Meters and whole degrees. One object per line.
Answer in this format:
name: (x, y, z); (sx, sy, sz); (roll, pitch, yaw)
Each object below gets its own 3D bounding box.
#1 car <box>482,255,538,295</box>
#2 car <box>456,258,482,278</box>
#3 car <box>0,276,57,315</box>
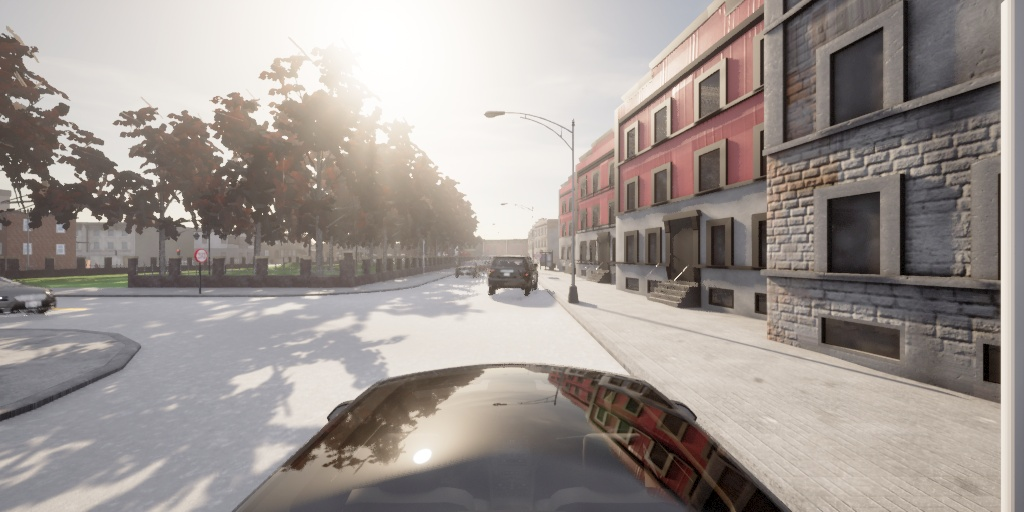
car: (0.147, 0.971, 19.776); (2.150, 2.045, 5.566); (1, 0, 9)
car: (-4.179, 1.241, 34.182); (2.128, 1.511, 4.902); (0, 0, 0)
car: (-17.439, 1.241, 11.233); (4.902, 1.511, 2.128); (0, 0, 0)
